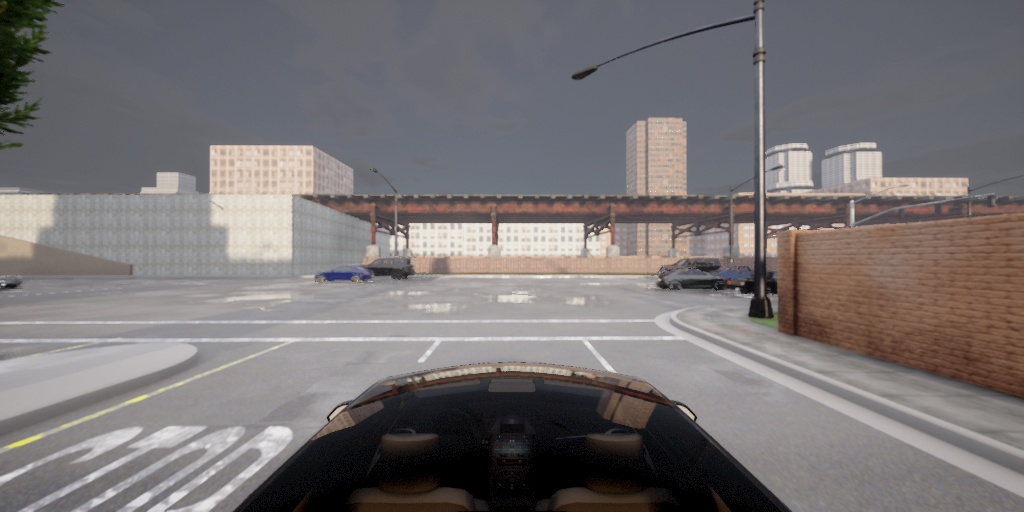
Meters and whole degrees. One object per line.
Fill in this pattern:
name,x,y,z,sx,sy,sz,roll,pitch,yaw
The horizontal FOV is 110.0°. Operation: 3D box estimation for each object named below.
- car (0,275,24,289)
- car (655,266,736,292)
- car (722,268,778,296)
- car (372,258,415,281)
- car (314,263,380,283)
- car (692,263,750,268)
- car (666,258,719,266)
car,-34.505,1.515,22.852,4.718,1.301,1.895,0,0,1
car,11.233,1.475,22.448,4.181,1.385,1.994,0,0,1
car,14.268,1.485,19.104,4.718,1.301,1.895,0,0,3
car,-11.867,1.218,33.345,5.566,2.045,2.150,0,0,1
car,-13.900,1.495,29.848,4.674,1.442,1.812,0,0,0
car,18.192,1.514,29.558,5.357,1.411,2.033,0,0,1
car,16.394,1.216,33.080,5.566,2.045,2.150,0,0,1
